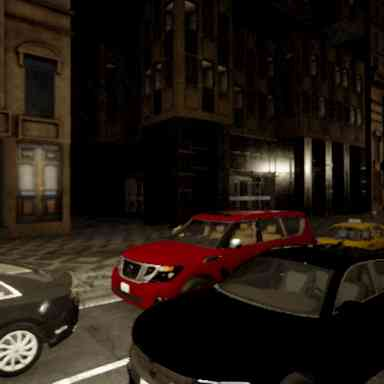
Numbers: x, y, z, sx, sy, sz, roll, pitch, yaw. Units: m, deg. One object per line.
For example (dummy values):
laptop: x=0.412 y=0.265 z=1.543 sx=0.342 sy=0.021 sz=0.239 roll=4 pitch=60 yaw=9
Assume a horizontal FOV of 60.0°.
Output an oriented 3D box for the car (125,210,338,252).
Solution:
car: x=0.817 y=1.362 z=7.391 sx=5.009 sy=1.841 sz=2.192 roll=0 pitch=0 yaw=-38

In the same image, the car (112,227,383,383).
car: x=1.581 y=1.503 z=4.493 sx=5.008 sy=1.535 sz=1.882 roll=0 pitch=-1 yaw=-38

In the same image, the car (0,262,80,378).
car: x=-3.636 y=1.593 z=3.964 sx=4.403 sy=1.369 sz=2.008 roll=0 pitch=0 yaw=-38

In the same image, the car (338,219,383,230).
car: x=5.137 y=1.578 z=10.711 sx=4.829 sy=1.417 sz=1.752 roll=0 pitch=0 yaw=-38
